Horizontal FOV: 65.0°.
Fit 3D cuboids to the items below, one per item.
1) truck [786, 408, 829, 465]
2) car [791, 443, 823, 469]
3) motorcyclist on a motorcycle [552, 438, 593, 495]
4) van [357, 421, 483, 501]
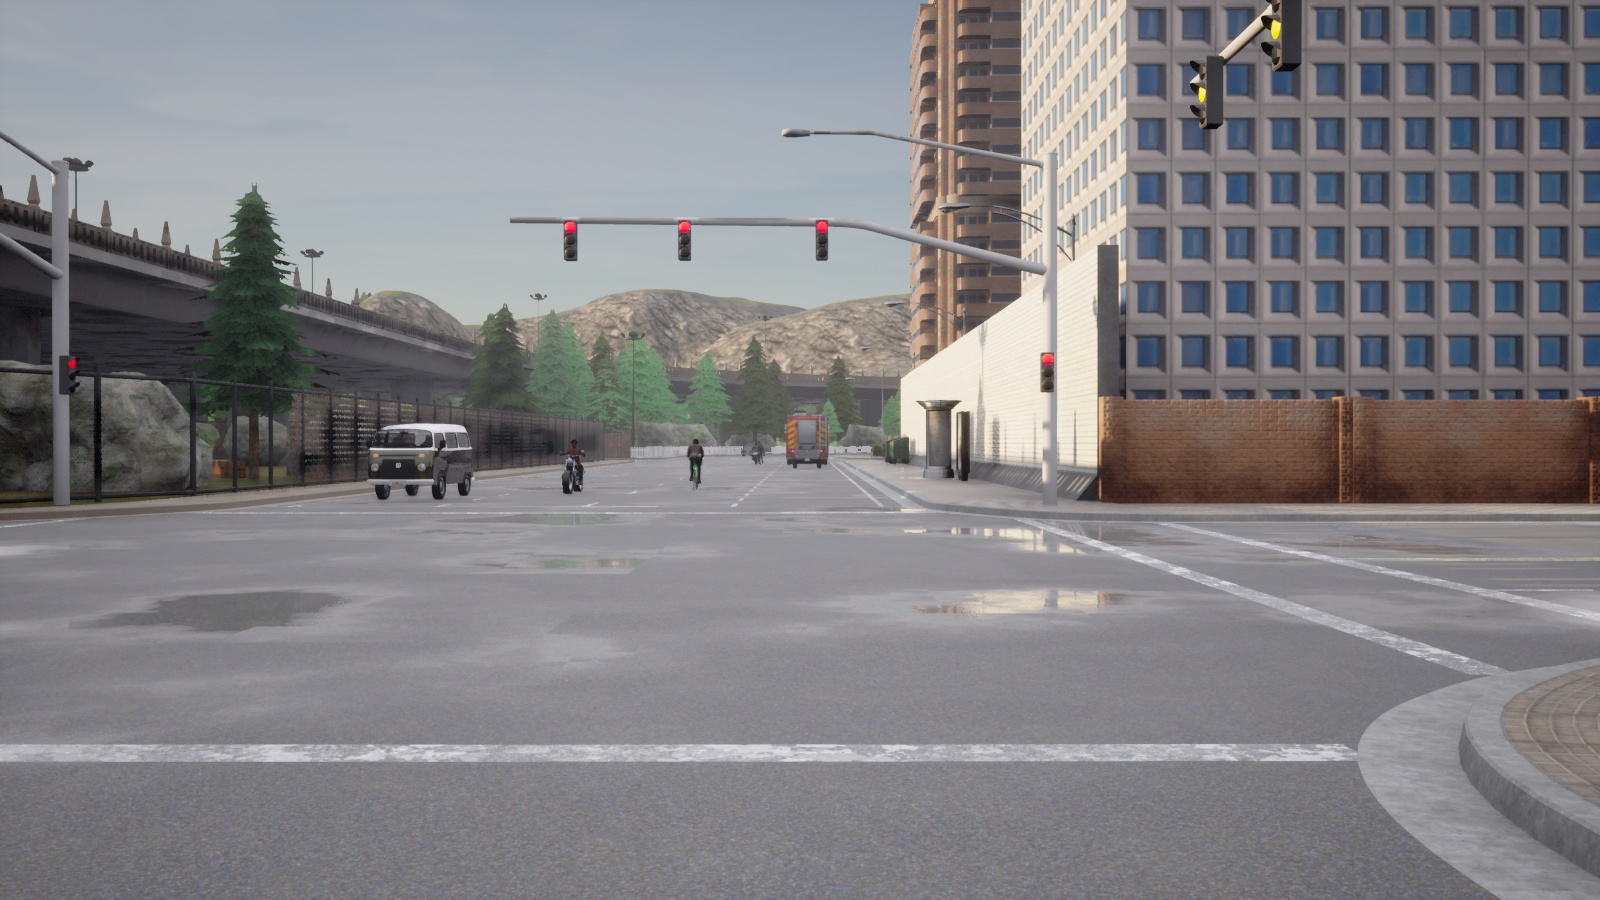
[{"bbox_3d":[0.500,-0.919,88.825,2.891,3.827,8.468,0,0,0],"label":"truck"},{"bbox_3d":[0.422,0.339,74.696,1.845,1.501,3.633,0,0,0],"label":"car"},{"bbox_3d":[-6.781,0.480,37.514,0.766,1.649,2.350,0,0,0],"label":"motorcyclist on a motorcycle"},{"bbox_3d":[-10.298,0.267,34.391,2.069,2.038,4.480,0,0,0],"label":"van"}]
